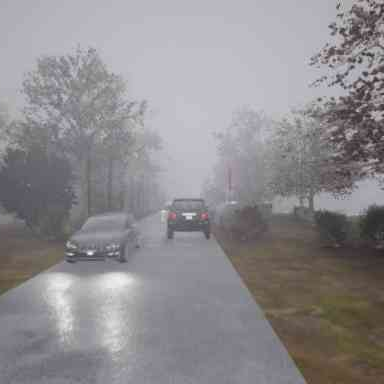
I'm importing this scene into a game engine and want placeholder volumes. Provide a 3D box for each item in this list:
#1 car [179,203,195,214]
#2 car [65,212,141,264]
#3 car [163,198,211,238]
[{"bbox_3d":[-0.619,2.055,41.710,1.895,1.301,4.718,0,-1,-1],"label":"car"},{"bbox_3d":[-3.013,1.549,12.120,1.837,1.490,4.892,0,0,-1],"label":"car"},{"bbox_3d":[-0.188,1.314,18.240,2.150,2.045,5.566,0,-1,-1],"label":"car"}]
